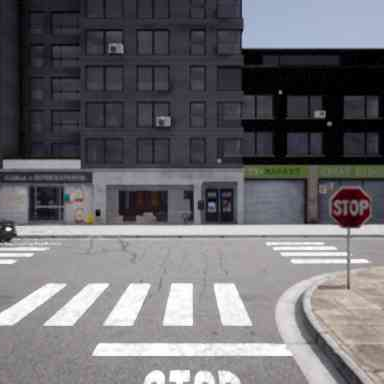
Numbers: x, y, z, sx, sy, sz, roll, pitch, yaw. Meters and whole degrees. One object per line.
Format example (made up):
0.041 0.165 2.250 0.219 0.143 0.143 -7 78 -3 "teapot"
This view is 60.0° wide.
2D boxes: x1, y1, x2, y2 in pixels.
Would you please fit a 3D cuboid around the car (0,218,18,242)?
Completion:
-9.765 1.555 14.116 4.181 1.385 1.994 0 0 0 "car"
